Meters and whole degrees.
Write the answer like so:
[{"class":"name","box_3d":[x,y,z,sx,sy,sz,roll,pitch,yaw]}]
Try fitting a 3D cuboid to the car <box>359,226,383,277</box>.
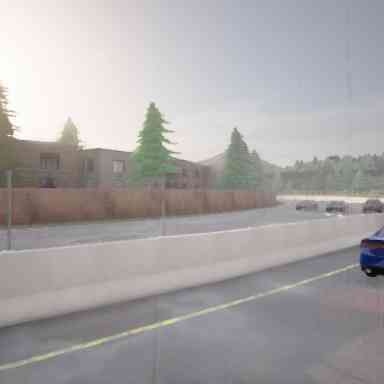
[{"class":"car","box_3d":[6.473,1.486,9.244,5.008,1.535,1.882,0,0,-41]}]
